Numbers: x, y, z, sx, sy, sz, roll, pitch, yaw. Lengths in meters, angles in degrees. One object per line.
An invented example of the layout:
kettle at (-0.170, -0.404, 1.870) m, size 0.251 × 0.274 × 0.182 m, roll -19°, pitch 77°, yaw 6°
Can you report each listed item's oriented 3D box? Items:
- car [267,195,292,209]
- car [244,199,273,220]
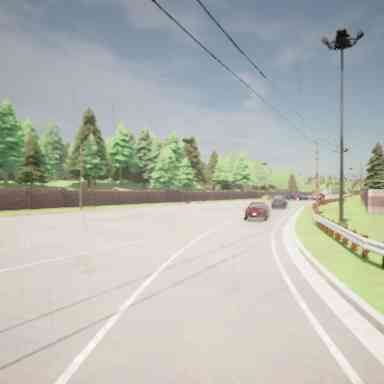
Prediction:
car at (12.388, 1.570, 46.902) m, size 2.128 × 1.511 × 4.902 m, roll 0°, pitch 0°, yaw 23°
car at (5.582, 1.565, 28.273) m, size 1.812 × 1.442 × 4.674 m, roll 0°, pitch 0°, yaw 17°
